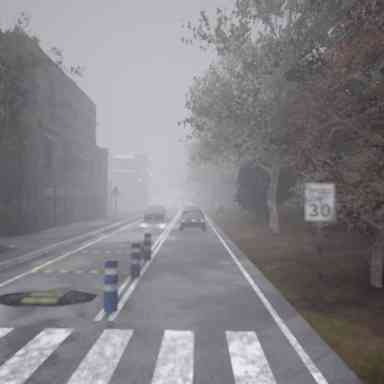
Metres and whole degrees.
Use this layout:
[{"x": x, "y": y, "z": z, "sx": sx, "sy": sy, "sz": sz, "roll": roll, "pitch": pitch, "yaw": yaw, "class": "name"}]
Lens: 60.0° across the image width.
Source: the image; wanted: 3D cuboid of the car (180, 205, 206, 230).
[{"x": 0.057, "y": 1.971, "z": 24.403, "sx": 2.033, "sy": 1.411, "sz": 5.357, "roll": 1, "pitch": -1, "yaw": 0, "class": "car"}]

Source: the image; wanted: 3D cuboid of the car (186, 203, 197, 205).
[{"x": -0.057, "y": 2.165, "z": 42.742, "sx": 1.882, "sy": 1.535, "sz": 5.008, "roll": 1, "pitch": -1, "yaw": -1, "class": "car"}]

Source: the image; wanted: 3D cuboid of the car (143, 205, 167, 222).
[{"x": -3.420, "y": 1.978, "z": 31.660, "sx": 1.882, "sy": 1.535, "sz": 5.008, "roll": 1, "pitch": -1, "yaw": 0, "class": "car"}]
